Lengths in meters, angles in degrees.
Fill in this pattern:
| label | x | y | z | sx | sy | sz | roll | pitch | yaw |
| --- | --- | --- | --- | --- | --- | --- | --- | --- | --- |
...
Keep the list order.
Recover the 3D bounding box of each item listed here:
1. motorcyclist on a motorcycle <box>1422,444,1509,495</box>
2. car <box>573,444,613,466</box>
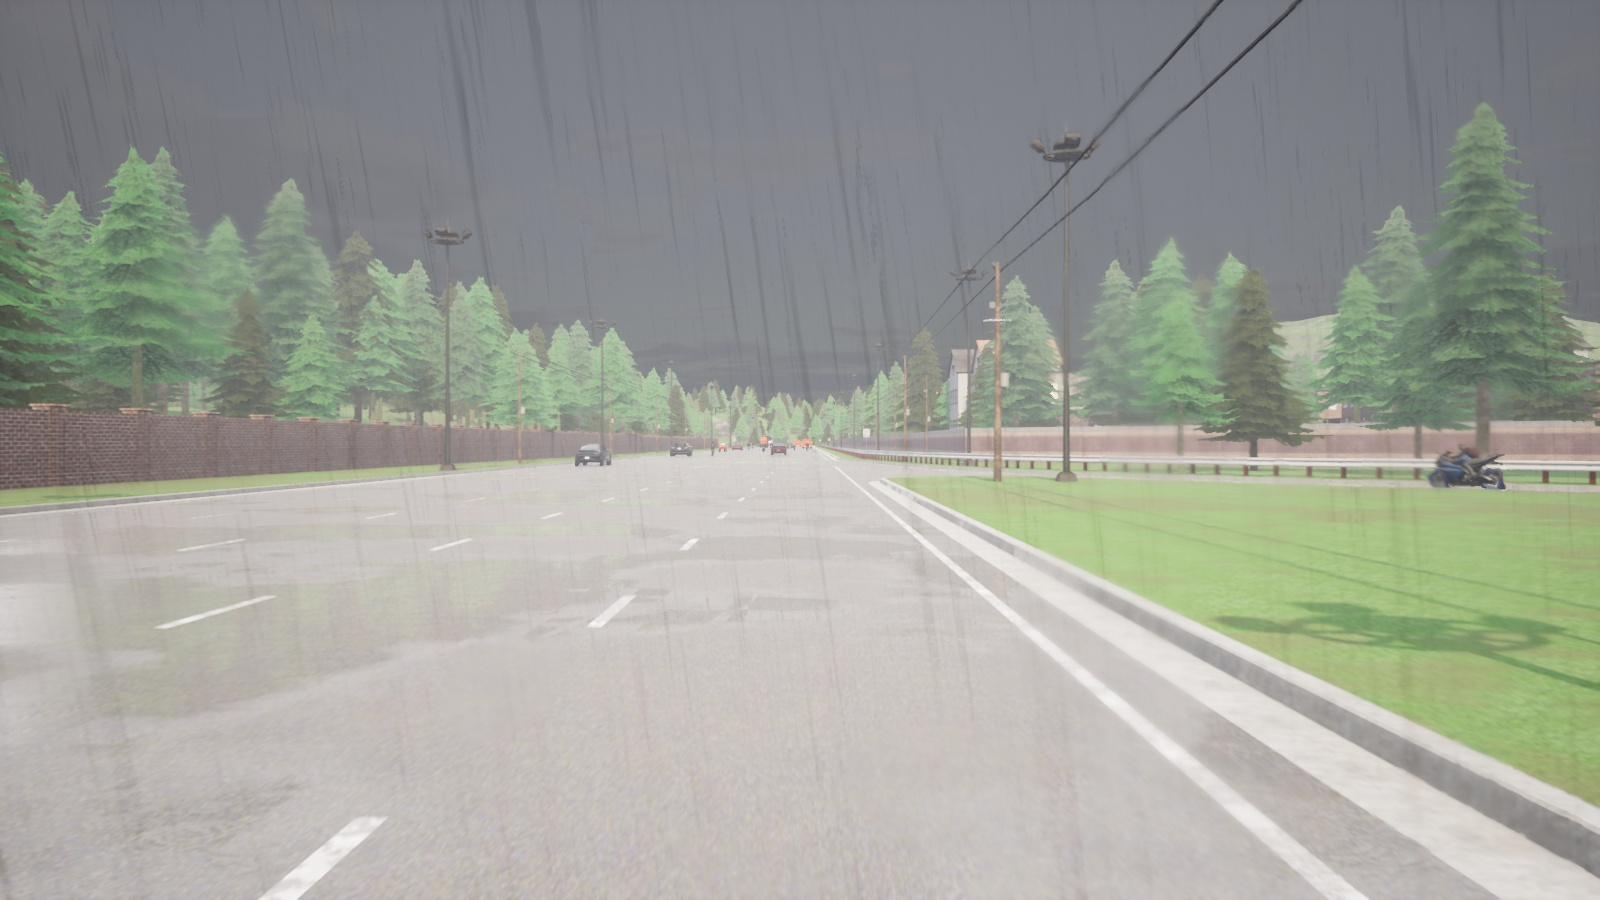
| label | x | y | z | sx | sy | sz | roll | pitch | yaw |
| --- | --- | --- | --- | --- | --- | --- | --- | --- | --- |
| motorcyclist on a motorcycle | 20.388 | 0.581 | 38.519 | 0.866 | 1.530 | 2.191 | 0 | 0 | -39 |
| car | -13.517 | 0.299 | 82.123 | 1.812 | 1.442 | 4.674 | 0 | 0 | 0 |
